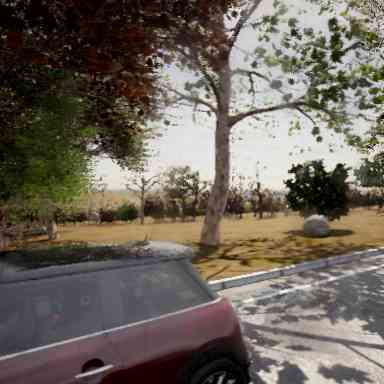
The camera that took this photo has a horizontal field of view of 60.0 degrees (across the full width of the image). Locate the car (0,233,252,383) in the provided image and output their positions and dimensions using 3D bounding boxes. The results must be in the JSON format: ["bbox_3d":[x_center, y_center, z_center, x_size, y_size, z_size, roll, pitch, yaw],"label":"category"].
[{"bbox_3d":[-1.692,1.341,2.897,4.553,1.767,2.097,0,0,-33],"label":"car"}]
